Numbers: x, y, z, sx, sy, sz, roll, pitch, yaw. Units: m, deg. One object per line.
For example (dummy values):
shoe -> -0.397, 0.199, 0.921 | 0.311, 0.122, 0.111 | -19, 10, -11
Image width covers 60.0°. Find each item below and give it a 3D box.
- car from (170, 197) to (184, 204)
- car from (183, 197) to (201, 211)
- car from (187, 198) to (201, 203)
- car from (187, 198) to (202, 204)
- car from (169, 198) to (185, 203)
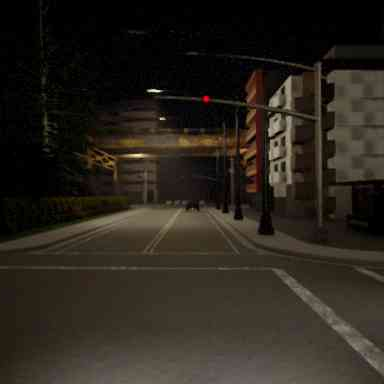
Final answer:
car -> -3.623, 2.147, 79.612 | 2.038, 1.542, 4.974 | -1, -1, 25
car -> 0.112, 1.884, 46.118 | 1.837, 1.490, 4.892 | 0, -1, 0
car -> 0.518, 1.962, 79.354 | 1.853, 1.218, 4.536 | 0, -1, -20
car -> 0.537, 2.119, 79.304 | 2.038, 1.542, 4.974 | 0, -1, -20
car -> -3.602, 1.989, 79.661 | 1.853, 1.218, 4.536 | -1, -1, 25
